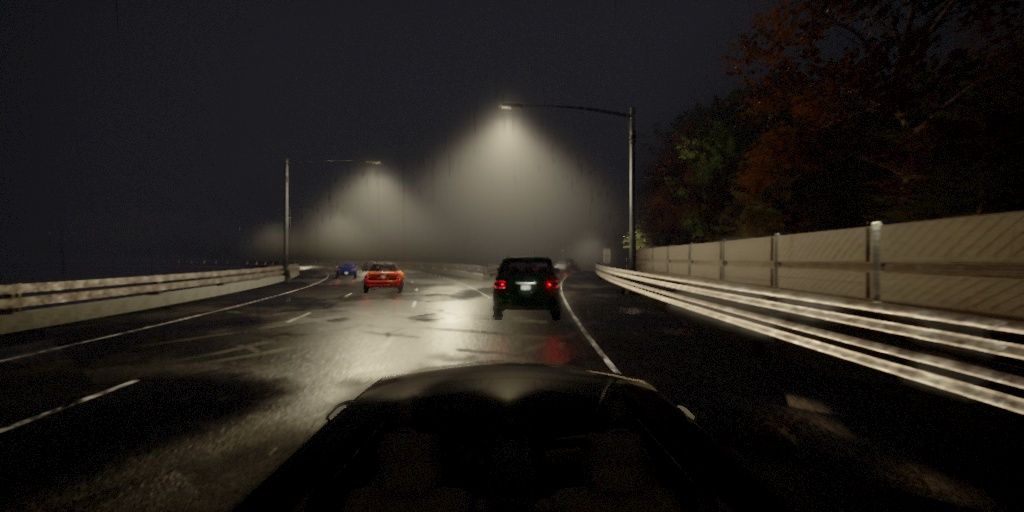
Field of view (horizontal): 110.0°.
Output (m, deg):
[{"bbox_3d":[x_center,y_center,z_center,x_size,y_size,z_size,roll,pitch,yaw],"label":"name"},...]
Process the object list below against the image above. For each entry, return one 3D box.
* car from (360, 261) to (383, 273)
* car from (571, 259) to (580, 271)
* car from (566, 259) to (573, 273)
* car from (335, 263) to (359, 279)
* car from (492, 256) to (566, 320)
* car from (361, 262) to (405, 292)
[{"bbox_3d":[-18.976,1.469,48.186,2.033,1.411,5.357,0,0,-31],"label":"car"},{"bbox_3d":[10.279,1.606,63.135,2.150,2.045,5.566,0,-2,14],"label":"car"},{"bbox_3d":[7.021,1.536,49.904,1.812,1.442,4.674,0,-1,14],"label":"car"},{"bbox_3d":[-16.122,1.394,34.987,1.812,1.442,4.674,0,0,-24],"label":"car"},{"bbox_3d":[0.584,1.024,13.140,2.150,2.045,5.566,0,0,4],"label":"car"},{"bbox_3d":[-7.684,1.176,21.848,2.097,1.767,4.553,0,0,-16],"label":"car"}]
